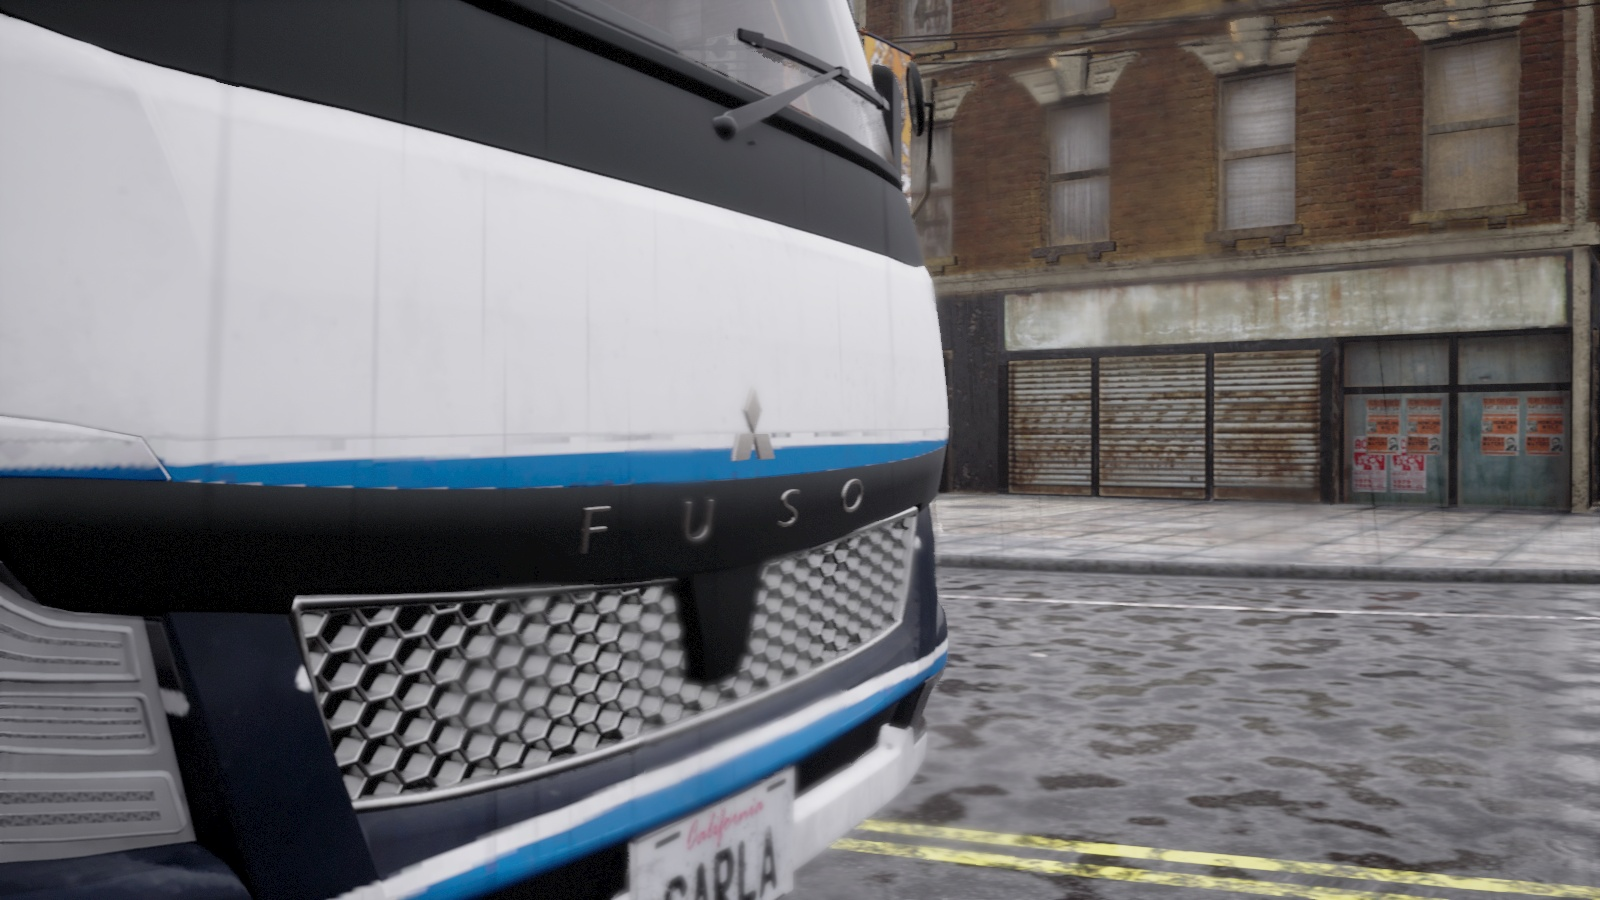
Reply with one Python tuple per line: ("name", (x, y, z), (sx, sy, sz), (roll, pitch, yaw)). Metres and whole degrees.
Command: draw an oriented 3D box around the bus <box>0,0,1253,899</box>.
("bus", (-4.017, -0.638, 4.755), (10.273, 4.253, 3.944), (1, 1, 29))
